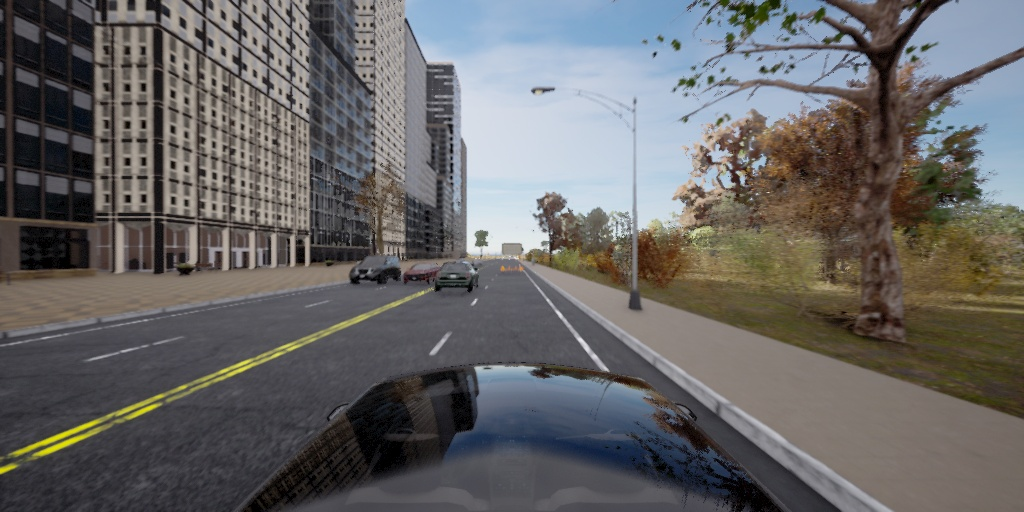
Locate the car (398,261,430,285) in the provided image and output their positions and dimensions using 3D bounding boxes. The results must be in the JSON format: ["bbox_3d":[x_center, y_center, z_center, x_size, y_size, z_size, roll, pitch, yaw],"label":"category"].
[{"bbox_3d":[-6.588,1.229,26.663,1.882,1.535,5.008,0,0,0],"label":"car"}]

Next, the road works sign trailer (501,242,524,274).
[{"bbox_3d":[-0.003,0.217,40.668,2.380,3.560,2.880,0,0,0],"label":"road works sign trailer"}]

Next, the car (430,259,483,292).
[{"bbox_3d":[-3.151,1.103,21.327,2.097,1.767,4.553,0,0,0],"label":"car"}]

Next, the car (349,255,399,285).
[{"bbox_3d":[-9.837,0.975,26.349,2.150,2.045,5.566,0,0,0],"label":"car"}]
